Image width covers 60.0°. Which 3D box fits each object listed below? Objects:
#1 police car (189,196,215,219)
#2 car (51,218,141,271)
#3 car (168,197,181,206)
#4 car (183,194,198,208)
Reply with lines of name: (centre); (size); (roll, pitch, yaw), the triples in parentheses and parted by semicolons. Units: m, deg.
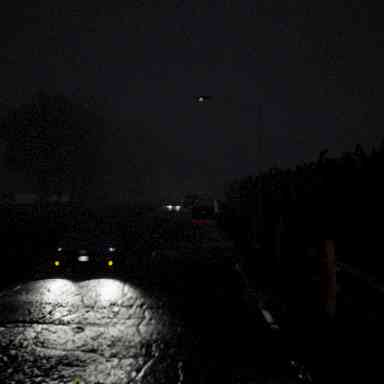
police car: (0.938, 1.430, 29.470); (1.930, 1.638, 5.238); (0, 0, 0)
car: (-2.860, 1.565, 10.757); (1.994, 1.385, 4.181); (0, 0, 0)
car: (-2.851, 1.580, 54.567); (1.994, 1.385, 4.181); (0, 0, 0)
car: (-0.034, 1.236, 47.783); (2.150, 2.045, 5.566); (0, 0, 0)
